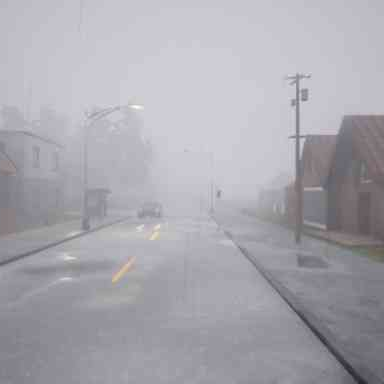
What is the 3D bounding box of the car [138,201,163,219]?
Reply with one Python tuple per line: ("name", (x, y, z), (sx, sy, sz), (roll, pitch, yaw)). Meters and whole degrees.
("car", (-4.010, 1.656, 32.664), (2.097, 1.767, 4.553), (0, 0, 0))
